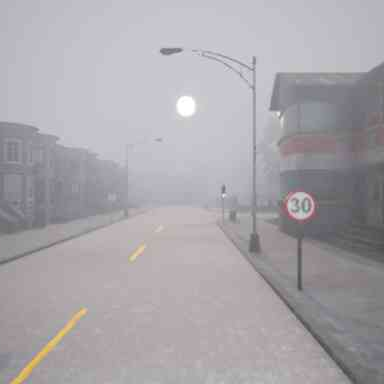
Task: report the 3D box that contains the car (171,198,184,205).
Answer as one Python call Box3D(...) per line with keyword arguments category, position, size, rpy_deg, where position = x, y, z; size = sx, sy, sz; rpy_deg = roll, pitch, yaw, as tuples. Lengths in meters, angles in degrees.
Box3D(category="car", position=(-3.508, 2.340, 81.513), size=(2.097, 1.767, 4.553), rpy_deg=(0, -1, 17))
